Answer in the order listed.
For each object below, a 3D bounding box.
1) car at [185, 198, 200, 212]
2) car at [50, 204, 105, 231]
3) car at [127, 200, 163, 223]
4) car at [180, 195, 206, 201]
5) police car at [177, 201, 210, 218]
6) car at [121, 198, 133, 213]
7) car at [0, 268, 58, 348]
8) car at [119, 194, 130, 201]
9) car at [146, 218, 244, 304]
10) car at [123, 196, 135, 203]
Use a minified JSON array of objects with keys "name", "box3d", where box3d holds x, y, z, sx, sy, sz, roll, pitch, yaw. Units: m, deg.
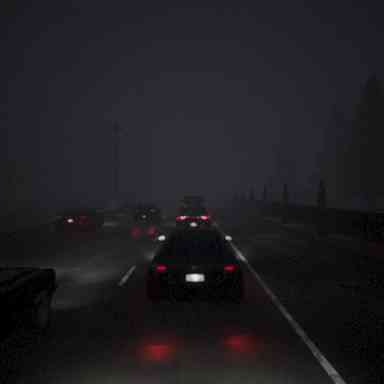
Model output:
[{"name":"car","box3d":[0.070,1.558,42.057,1.801,1.575,5.366,0,0,0]},{"name":"car","box3d":[-6.913,1.615,20.898,1.994,1.385,4.181,0,0,0]},{"name":"car","box3d":[-3.417,1.556,26.171,2.128,1.511,4.902,0,0,0]},{"name":"car","box3d":[0.080,1.297,30.375,2.150,2.045,5.566,0,0,0]},{"name":"police car","box3d":[0.084,1.552,19.940,2.038,1.542,4.974,0,0,0]},{"name":"car","box3d":[-6.927,1.619,38.042,1.812,1.442,4.674,0,0,0]},{"name":"car","box3d":[-3.400,1.611,4.022,1.895,1.301,4.718,0,0,0]},{"name":"car","box3d":[-17.670,1.547,87.466,2.097,1.767,4.553,0,0,-1]},{"name":"car","box3d":[0.077,1.584,8.253,1.994,1.385,4.181,0,0,1]},{"name":"car","box3d":[-14.057,1.706,74.516,1.812,1.442,4.674,0,0,0]}]
